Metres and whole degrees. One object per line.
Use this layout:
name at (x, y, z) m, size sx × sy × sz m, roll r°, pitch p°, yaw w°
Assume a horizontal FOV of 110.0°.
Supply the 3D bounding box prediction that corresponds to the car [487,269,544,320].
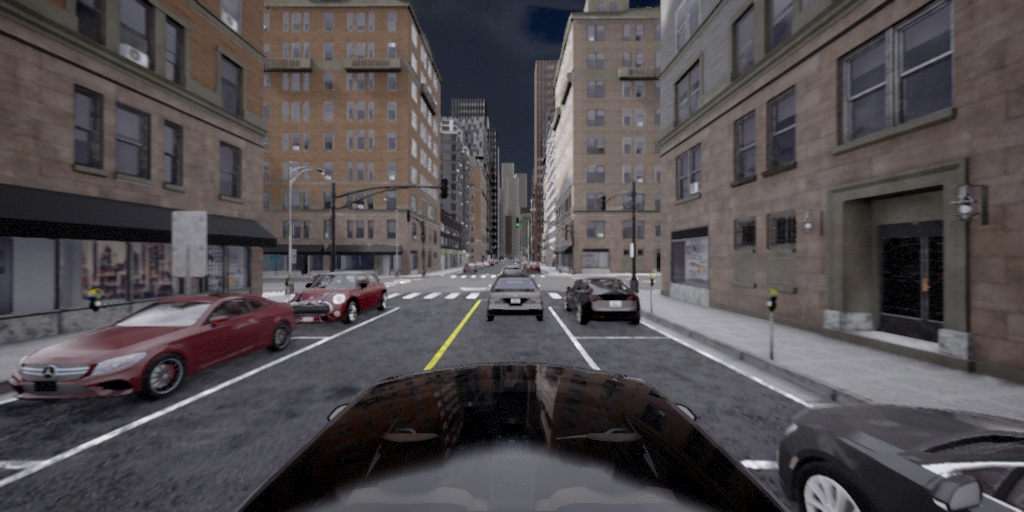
car at (0.099, 1.354, 12.851) m, size 2.033 × 1.411 × 5.357 m, roll 0°, pitch 0°, yaw 0°

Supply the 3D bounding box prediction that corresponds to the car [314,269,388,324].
car at (-5.669, 1.241, 11.952) m, size 1.967 × 1.591 × 4.097 m, roll 0°, pitch 0°, yaw 0°

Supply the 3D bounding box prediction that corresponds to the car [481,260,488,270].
car at (-5.617, 1.646, 59.869) m, size 2.007 × 1.370 × 4.403 m, roll 0°, pitch 0°, yaw 0°

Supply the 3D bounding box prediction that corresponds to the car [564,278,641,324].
car at (2.857, 1.368, 11.952) m, size 1.948 × 1.339 × 4.313 m, roll 0°, pitch 0°, yaw 0°

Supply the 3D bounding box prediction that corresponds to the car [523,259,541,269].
car at (2.888, 1.462, 49.041) m, size 1.967 × 1.591 × 4.097 m, roll 0°, pitch 0°, yaw 0°

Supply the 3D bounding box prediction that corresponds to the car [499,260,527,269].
car at (0.098, 1.483, 35.060) m, size 2.128 × 1.511 × 4.902 m, roll 0°, pitch 0°, yaw 0°

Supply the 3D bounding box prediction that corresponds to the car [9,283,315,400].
car at (-5.669, 1.356, 6.450) m, size 1.802 × 1.307 × 4.207 m, roll 0°, pitch 0°, yaw 0°

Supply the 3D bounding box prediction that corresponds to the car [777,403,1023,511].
car at (2.857, 1.297, 0.950) m, size 2.007 × 1.370 × 4.403 m, roll 0°, pitch 0°, yaw 0°

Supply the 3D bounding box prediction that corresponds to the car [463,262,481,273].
car at (-5.637, 1.604, 49.053) m, size 1.802 × 1.307 × 4.207 m, roll 0°, pitch 0°, yaw 0°
